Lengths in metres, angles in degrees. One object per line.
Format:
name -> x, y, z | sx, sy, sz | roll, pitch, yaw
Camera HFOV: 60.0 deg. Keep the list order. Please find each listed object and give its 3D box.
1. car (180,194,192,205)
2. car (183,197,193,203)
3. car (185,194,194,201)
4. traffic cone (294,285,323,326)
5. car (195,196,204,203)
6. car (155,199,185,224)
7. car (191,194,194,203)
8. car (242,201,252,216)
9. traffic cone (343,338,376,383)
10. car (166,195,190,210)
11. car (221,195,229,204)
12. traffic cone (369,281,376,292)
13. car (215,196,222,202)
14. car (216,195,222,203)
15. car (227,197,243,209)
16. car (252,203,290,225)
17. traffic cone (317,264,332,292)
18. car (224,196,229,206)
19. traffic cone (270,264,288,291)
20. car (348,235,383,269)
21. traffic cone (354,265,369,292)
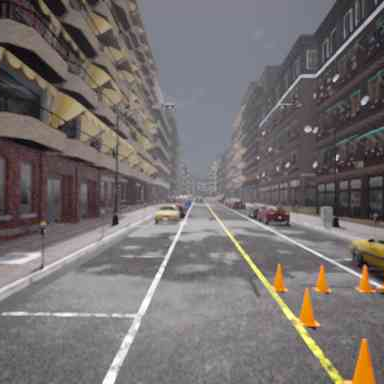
car -> -1.078, 1.447, 64.109 | 2.192, 1.841, 5.009 | 2, 0, 1
car -> -0.892, 1.744, 75.169 | 1.947, 1.339, 4.313 | 2, 0, 1
car -> -0.591, 1.578, 91.757 | 2.192, 1.841, 5.009 | 2, 0, 1
traffic cone -> 2.009, 1.981, 5.809 | 0.340, 0.580, 0.340 | 1, 0, 1
car -> 1.611, 1.685, 72.515 | 2.128, 1.511, 4.902 | 1, 0, 1
car -> -1.771, 1.541, 25.232 | 1.752, 1.417, 4.829 | 2, 0, 1
car -> -1.175, 1.426, 58.580 | 2.192, 1.841, 5.009 | 2, 0, 1
car -> 6.206, 1.657, 30.730 | 2.008, 1.369, 4.403 | 2, 0, 1
traffic cone -> 1.974, 1.979, 3.810 | 0.340, 0.580, 0.340 | 1, 0, 1
car -> -1.662, 1.342, 30.933 | 2.192, 1.841, 5.009 | 2, 0, 1
car -> 6.706, 1.630, 58.380 | 1.967, 1.590, 4.097 | 2, 0, 1
traffic cone -> 4.351, 2.124, 7.351 | 0.580, 0.340, 0.340 | 1, 0, -7
car -> 7.244, 1.923, 91.562 | 1.802, 1.307, 4.206 | 2, 0, 1
car -> 6.863, 1.548, 69.441 | 2.192, 1.841, 5.009 | 2, 0, 1
car -> 6.499, 1.695, 47.320 | 1.887, 1.381, 4.507 | 2, 0, 1
car -> 6.109, 1.640, 25.199 | 1.887, 1.381, 4.507 | 2, 0, 1
traffic cone -> 3.044, 1.993, 7.792 | 0.340, 0.580, 0.340 | 1, 0, 1
car -> 6.597, 1.714, 52.849 | 1.887, 1.381, 4.507 | 2, 0, 1
traffic cone -> 2.044, 1.983, 7.809 | 0.340, 0.580, 0.340 | 1, 0, 1
car -> 5.819, 1.592, 8.782 | 1.752, 1.417, 4.829 | 2, 0, 1
traffic cone -> 4.043, 2.003, 7.774 | 0.340, 0.580, 0.340 | 1, 0, 1
